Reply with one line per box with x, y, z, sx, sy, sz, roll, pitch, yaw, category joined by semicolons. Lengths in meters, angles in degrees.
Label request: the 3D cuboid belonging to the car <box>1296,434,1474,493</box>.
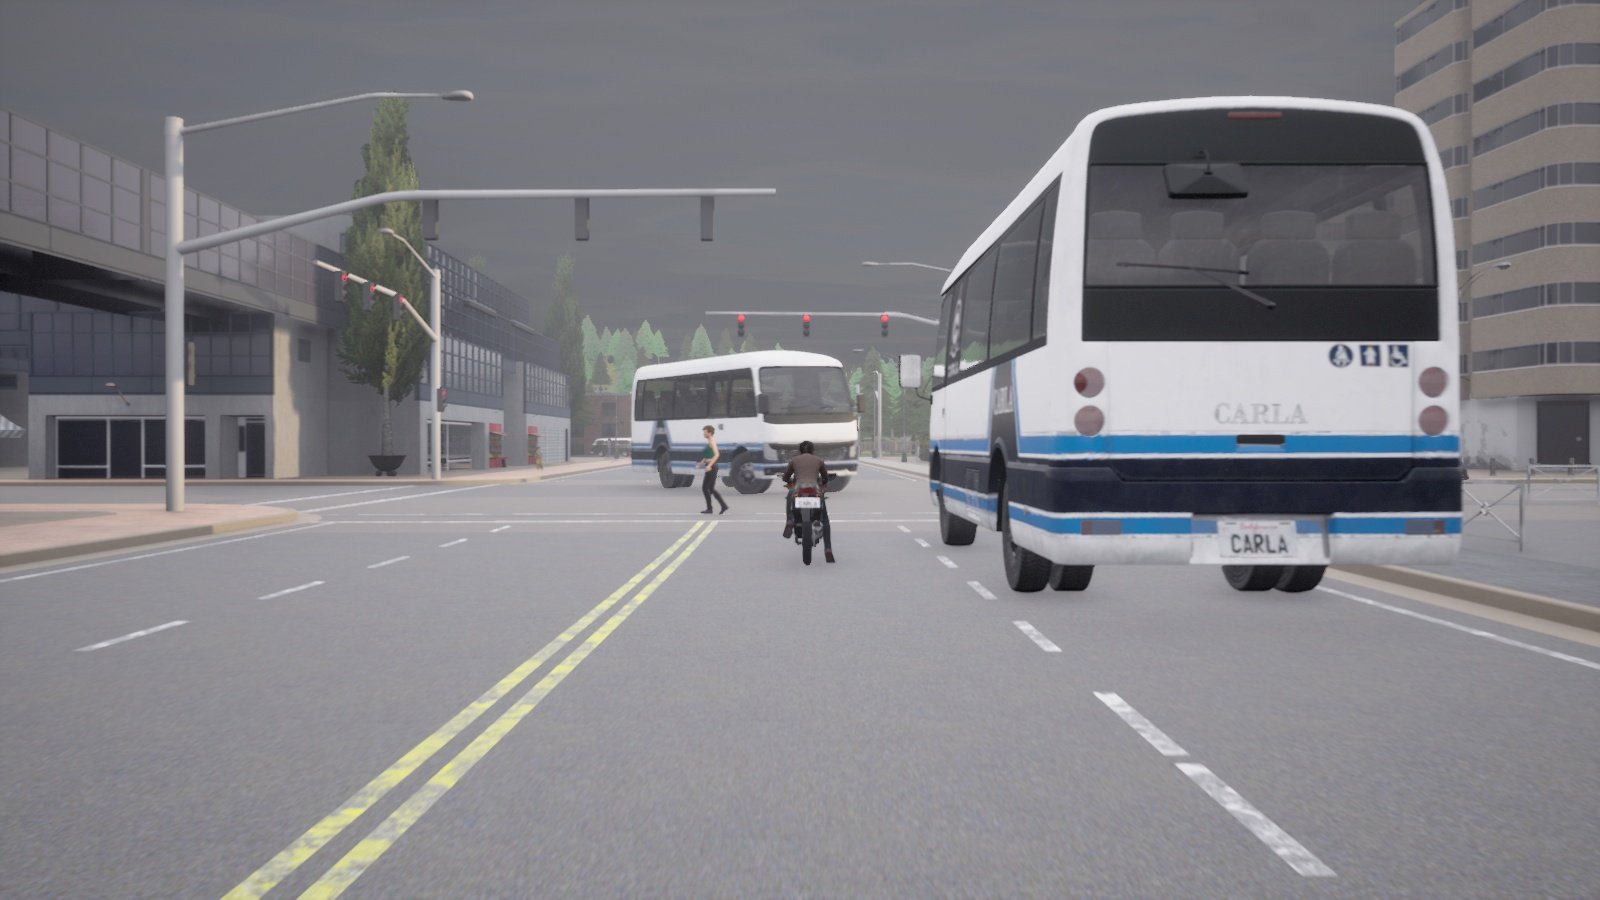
18.125;0.400;39.028;4.553;1.767;2.097;0;0;-1;car

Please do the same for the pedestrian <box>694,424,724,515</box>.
-1.855;0.383;25.550;0.594;1.836;0.345;0;0;-8;pedestrian

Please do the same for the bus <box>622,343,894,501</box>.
-1.687;-0.852;39.206;3.944;4.253;10.273;-2;1;-30;bus

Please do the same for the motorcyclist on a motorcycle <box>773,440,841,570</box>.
0.084;0.640;15.732;0.797;1.523;2.044;0;0;0;motorcyclist on a motorcycle

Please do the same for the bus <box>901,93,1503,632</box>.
3.586;-0.712;15.059;3.944;4.253;10.273;0;0;0;bus
